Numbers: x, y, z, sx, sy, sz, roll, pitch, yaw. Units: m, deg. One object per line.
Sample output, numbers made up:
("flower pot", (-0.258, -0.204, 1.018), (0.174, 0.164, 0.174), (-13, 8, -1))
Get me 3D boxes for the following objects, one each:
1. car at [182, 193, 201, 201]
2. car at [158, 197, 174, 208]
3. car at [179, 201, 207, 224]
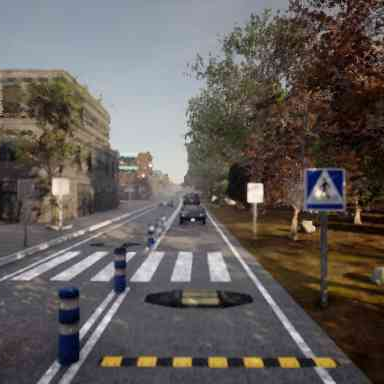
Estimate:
("car", (-0.045, 1.152, 42.986), (2.150, 2.045, 5.566), (0, 0, 0))
("car", (-3.498, 1.414, 45.306), (2.128, 1.511, 4.902), (0, 0, 0))
("car", (0.051, 1.578, 24.628), (1.895, 1.301, 4.718), (0, 0, 0))
